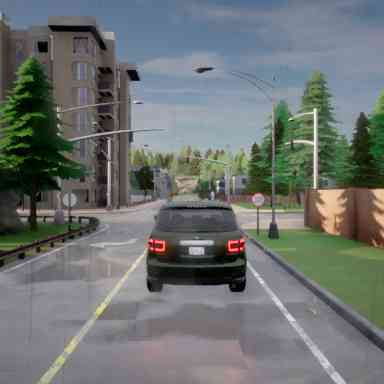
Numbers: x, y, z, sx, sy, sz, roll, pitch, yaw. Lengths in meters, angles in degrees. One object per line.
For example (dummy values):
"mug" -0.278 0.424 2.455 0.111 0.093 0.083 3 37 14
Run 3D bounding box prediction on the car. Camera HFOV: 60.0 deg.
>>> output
"car" 0.095 1.221 9.060 2.150 2.045 5.566 0 0 0
